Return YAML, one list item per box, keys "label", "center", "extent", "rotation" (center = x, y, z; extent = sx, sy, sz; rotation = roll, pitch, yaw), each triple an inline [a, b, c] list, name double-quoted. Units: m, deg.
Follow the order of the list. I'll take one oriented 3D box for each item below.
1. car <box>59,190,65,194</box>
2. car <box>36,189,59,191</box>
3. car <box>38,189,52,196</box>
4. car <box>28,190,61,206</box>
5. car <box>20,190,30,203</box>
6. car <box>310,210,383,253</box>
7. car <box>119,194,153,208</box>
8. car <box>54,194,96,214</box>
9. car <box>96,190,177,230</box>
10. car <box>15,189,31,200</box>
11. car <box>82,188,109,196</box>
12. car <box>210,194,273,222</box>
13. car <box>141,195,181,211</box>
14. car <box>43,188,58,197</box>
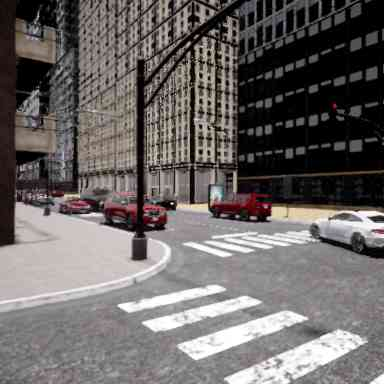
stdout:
- label: "car"
  center: [-25.908, 0.318, 64.150]
  extent: [1.887, 1.381, 4.507]
  rotation: [2, 0, -36]
- label: "car"
  center: [-21.085, 0.543, 47.792]
  extent: [1.882, 1.535, 5.008]
  rotation: [0, 1, -36]
- label: "car"
  center: [-32.428, 0.105, 73.125]
  extent: [1.887, 1.381, 4.507]
  rotation: [2, 0, -36]
- label: "car"
  center: [-16.347, 0.831, 36.731]
  extent: [2.008, 1.369, 4.403]
  rotation: [2, 0, -36]
- label: "car"
  center: [-19.606, 0.757, 41.218]
  extent: [1.802, 1.307, 4.206]
  rotation: [2, 0, -36]
- label: "car"
  center: [6.522, 1.429, 13.123]
  extent: [1.812, 1.442, 4.674]
  rotation: [1, 1, -9]
- label: "car"
  center: [-6.346, 0.975, 37.223]
  extent: [1.947, 1.339, 4.313]
  rotation: [1, 0, -36]
- label: "car"
  center: [-9.828, 1.072, 27.758]
  extent: [1.802, 1.307, 4.206]
  rotation: [2, 0, -36]
- label: "car"
  center: [-3.300, 1.012, 18.784]
  extent: [2.192, 1.841, 5.009]
  rotation: [2, 0, -36]
- label: "car"
  center: [-26.125, 0.508, 50.192]
  extent: [1.887, 1.381, 4.507]
  rotation: [2, 0, -36]
- label: "car"
  center: [-8.369, 0.698, 30.137]
  extent: [2.150, 2.045, 5.566]
  rotation: [0, 1, -36]
- label: "car"
  center: [3.442, 1.036, 23.758]
  extent: [2.192, 1.841, 5.009]
  rotation: [1, 0, -36]
- label: "car"
  center: [-3.085, 1.079, 32.735]
  extent: [1.947, 1.339, 4.313]
  rotation: [1, 0, -36]
- label: "car"
  center: [-29.165, 0.108, 68.636]
  extent: [1.967, 1.590, 4.097]
  rotation: [2, 0, -36]
